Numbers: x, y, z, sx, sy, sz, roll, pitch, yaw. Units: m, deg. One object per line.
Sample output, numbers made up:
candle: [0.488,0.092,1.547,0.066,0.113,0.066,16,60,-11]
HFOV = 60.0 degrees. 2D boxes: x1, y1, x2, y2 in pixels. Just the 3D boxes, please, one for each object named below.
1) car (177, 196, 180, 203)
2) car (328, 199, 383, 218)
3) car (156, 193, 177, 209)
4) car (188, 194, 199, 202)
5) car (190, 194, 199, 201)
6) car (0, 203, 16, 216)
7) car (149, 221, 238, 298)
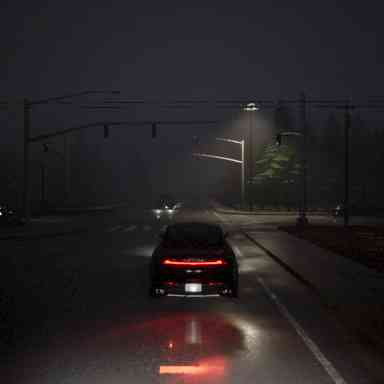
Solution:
car: [-3.555,1.564,55.927,1.994,1.385,4.181,0,0,0]
car: [14.590,1.379,29.660,4.553,1.767,2.097,0,0,1]
car: [-3.591,1.221,45.938,2.150,2.045,5.566,0,0,0]
car: [0.286,1.353,73.218,2.097,1.767,4.553,0,0,2]
car: [0.671,1.297,83.258,2.097,1.767,4.553,0,0,2]
car: [-17.151,1.248,26.536,5.566,2.045,2.150,0,0,1]
car: [0.049,1.501,8.525,1.837,1.490,4.892,0,0,1]
